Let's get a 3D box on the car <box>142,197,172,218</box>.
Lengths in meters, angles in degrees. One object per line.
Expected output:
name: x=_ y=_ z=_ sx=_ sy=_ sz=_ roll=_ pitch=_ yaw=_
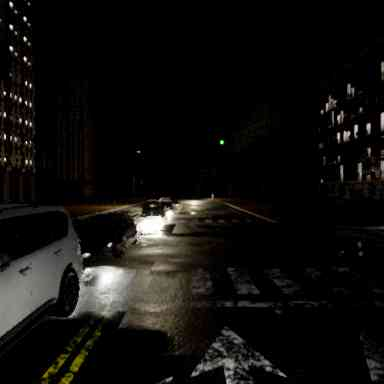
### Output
car: x=-3.255 y=1.463 z=29.395 sx=2.128 sy=1.511 sz=4.902 roll=0 pitch=0 yaw=0

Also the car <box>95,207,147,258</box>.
car: x=-3.249 y=1.550 z=12.926 sx=2.033 sy=1.411 sz=5.357 roll=0 pitch=0 yaw=0

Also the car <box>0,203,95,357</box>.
car: x=-3.252 y=1.228 z=4.499 sx=2.150 sy=2.045 sz=5.566 roll=0 pitch=0 yaw=0

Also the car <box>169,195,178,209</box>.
car: x=-3.255 y=1.439 z=40.949 sx=2.128 sy=1.511 sz=4.902 roll=0 pitch=0 yaw=0
